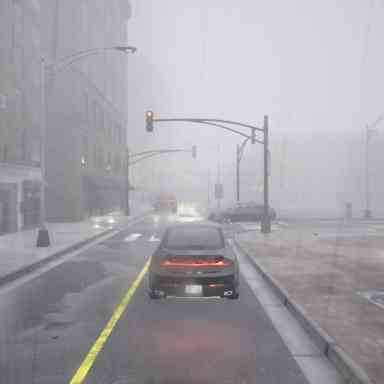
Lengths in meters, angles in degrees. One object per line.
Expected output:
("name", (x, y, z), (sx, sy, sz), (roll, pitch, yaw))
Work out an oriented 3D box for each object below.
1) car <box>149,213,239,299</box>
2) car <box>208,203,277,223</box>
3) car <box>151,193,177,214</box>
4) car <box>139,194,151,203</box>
("car", (0.060, 1.505, 8.409), (1.837, 1.490, 4.892), (0, 0, 1))
("car", (3.367, 1.483, 22.776), (4.902, 1.511, 2.128), (0, 0, -14))
("car", (-2.827, 1.232, 36.506), (2.150, 2.045, 5.566), (0, 0, 1))
("car", (-8.388, 1.294, 70.081), (5.566, 2.045, 2.150), (0, 0, 9))
